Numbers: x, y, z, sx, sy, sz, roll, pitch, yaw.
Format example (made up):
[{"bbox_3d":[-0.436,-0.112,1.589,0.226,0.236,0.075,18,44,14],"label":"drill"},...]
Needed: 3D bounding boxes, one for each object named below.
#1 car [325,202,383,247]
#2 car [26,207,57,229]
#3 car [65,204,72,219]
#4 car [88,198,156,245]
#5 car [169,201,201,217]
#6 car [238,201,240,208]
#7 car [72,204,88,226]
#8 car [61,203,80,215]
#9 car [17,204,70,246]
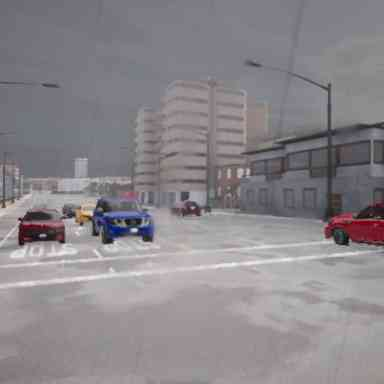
[{"bbox_3d":[8.005,1.346,13.111,2.150,2.045,5.566,-5,2,-27],"label":"car"},{"bbox_3d":[-11.143,1.853,24.703,1.895,1.301,4.718,0,-1,-24],"label":"car"},{"bbox_3d":[-11.992,2.049,35.065,1.994,1.385,4.181,0,-1,-24],"label":"car"},{"bbox_3d":[-3.562,1.318,16.479,2.150,2.045,5.566,0,-1,-24],"label":"car"},{"bbox_3d":[-0.836,1.781,36.192,2.097,1.767,4.553,0,-1,-25],"label":"car"},{"bbox_3d":[8.836,1.891,52.237,1.970,1.475,3.806,0,-1,-24],"label":"car"},{"bbox_3d":[-8.053,1.746,26.357,1.882,1.535,5.008,0,-2,-24],"label":"car"},{"bbox_3d":[-16.357,2.271,44.745,2.033,1.411,5.357,0,-1,-24],"label":"car"},{"bbox_3d":[-7.228,1.575,16.087,1.882,1.535,5.008,0,-1,-24],"label":"car"}]
